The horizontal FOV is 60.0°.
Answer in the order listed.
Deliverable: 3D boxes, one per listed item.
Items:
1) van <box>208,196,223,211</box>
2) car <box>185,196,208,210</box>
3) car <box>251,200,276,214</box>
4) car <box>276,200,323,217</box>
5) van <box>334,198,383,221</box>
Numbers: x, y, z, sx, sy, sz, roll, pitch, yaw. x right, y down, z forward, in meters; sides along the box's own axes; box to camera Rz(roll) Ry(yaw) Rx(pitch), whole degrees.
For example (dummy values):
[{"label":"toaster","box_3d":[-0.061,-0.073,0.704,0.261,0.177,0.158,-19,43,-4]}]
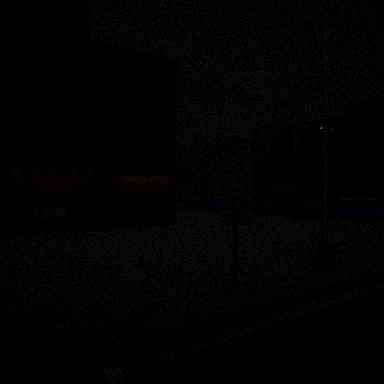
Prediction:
[{"label":"van","box_3d":[4.236,1.449,40.756,1.690,1.788,3.998,0,0,-36]},{"label":"car","box_3d":[1.052,1.441,45.208,2.192,1.841,5.009,0,0,-36]},{"label":"car","box_3d":[7.421,1.531,36.302,1.967,1.590,4.097,0,0,-36]},{"label":"car","box_3d":[10.606,1.515,31.847,1.967,1.590,4.097,0,0,-36]},{"label":"van","box_3d":[13.790,1.401,27.394,1.690,1.788,3.998,0,0,-36]}]
